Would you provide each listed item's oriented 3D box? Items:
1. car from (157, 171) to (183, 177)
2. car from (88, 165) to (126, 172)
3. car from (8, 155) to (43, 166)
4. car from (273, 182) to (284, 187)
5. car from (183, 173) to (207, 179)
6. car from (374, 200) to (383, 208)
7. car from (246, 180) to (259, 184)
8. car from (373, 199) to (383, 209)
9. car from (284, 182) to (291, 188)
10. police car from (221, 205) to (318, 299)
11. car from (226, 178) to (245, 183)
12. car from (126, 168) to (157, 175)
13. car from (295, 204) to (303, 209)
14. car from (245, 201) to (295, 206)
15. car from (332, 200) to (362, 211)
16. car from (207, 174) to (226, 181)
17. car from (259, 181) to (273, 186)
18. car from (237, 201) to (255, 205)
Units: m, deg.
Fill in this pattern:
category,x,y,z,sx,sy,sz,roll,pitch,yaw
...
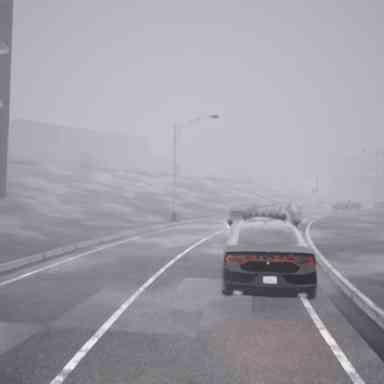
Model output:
category,x,y,z,sx,sy,sz,roll,pitch,yaw
car,-4.449,-2.816,56.418,4.674,1.452,2.002,3,-5,-40
car,-12.973,-3.255,49.371,4.892,1.521,2.231,2,-4,-39
car,-21.476,-3.727,42.501,4.553,1.767,2.185,2,-4,-39
car,19.345,-1.543,79.759,2.185,1.767,4.553,-3,-5,42
car,-0.288,-2.634,60.082,5.008,1.535,2.097,3,-5,-41
car,33.573,2.062,57.657,4.181,1.385,1.994,1,-4,-37
car,11.798,-1.890,71.684,2.002,1.452,4.674,-3,-5,45
car,28.559,1.710,49.318,4.674,1.442,1.812,1,-3,-38
car,23.054,-1.370,83.967,2.435,2.045,5.566,-3,-5,41
police car,1.839,1.355,8.510,1.930,1.638,5.238,-1,0,10
car,7.900,-2.137,67.784,4.792,1.488,2.163,3,-5,-44
car,-8.689,-3.067,52.847,4.892,1.521,2.231,3,-4,-39
car,6.401,1.420,22.939,1.837,1.490,4.892,-2,-1,25
car,4.229,1.413,17.638,1.837,1.490,4.892,-1,0,19
car,19.700,1.669,42.053,4.718,1.301,1.895,0,-3,-40
car,3.777,-2.533,63.824,4.553,1.767,2.185,3,-5,-42
car,15.544,-1.689,75.599,2.231,1.521,4.892,-3,-5,44
car,4.927,1.541,29.568,1.882,1.535,5.008,-2,-2,31
